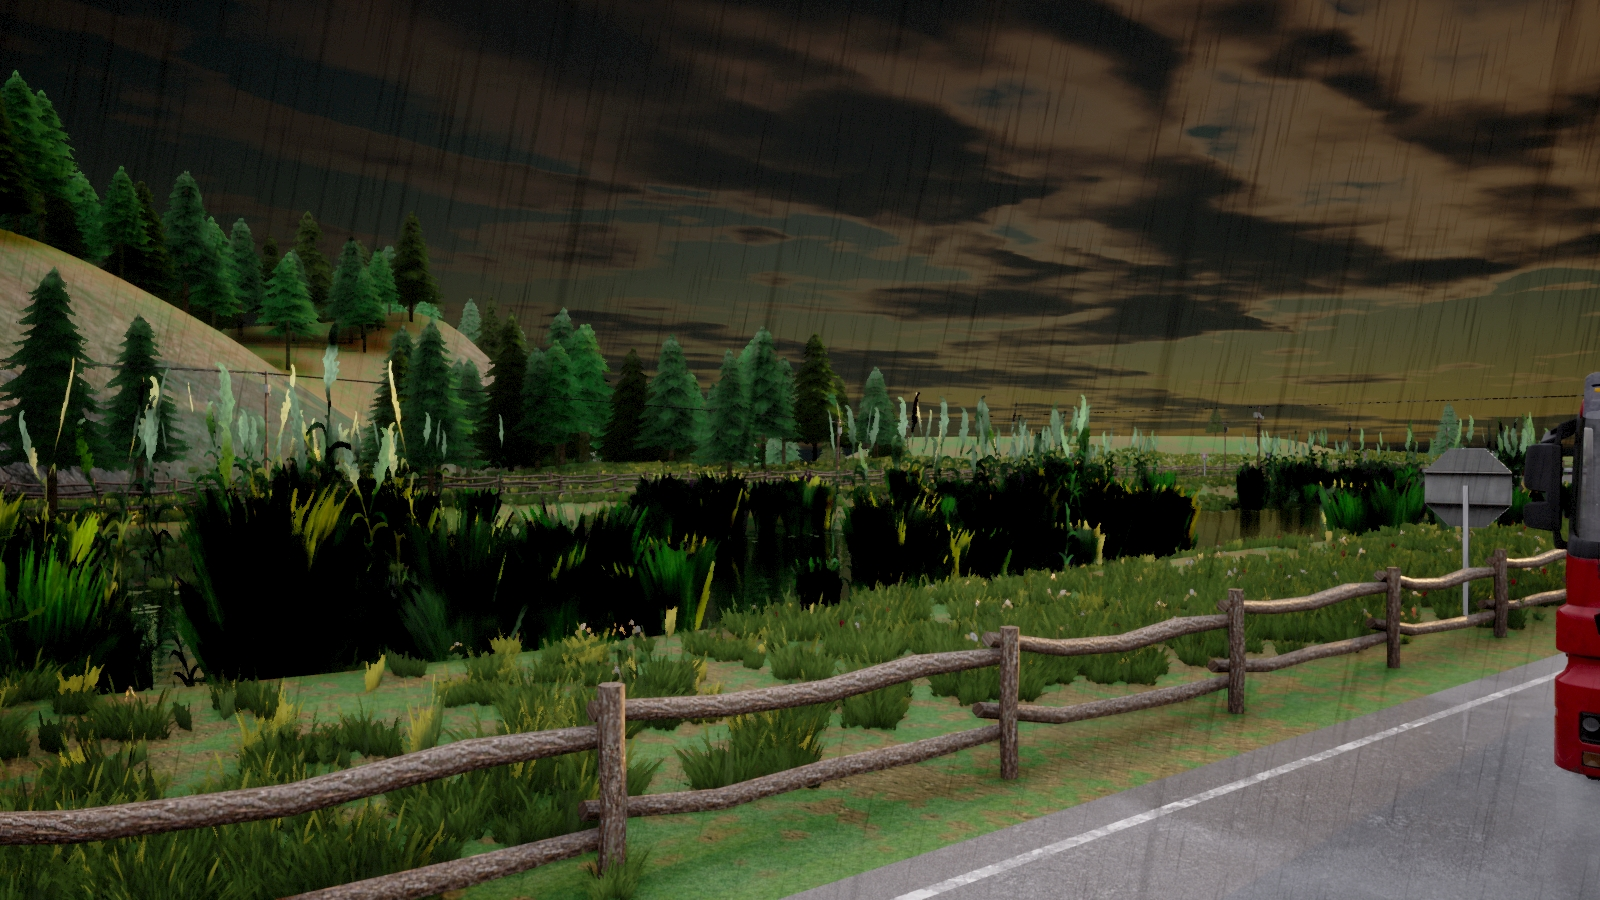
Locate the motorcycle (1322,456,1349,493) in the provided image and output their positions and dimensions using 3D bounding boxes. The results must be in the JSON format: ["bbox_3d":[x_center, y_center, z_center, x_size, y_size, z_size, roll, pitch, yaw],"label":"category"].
[{"bbox_3d":[34.910,1.577,74.485,2.033,2.348,0.803,0,0,-39],"label":"motorcycle"}]

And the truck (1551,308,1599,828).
[{"bbox_3d":[9.482,0.862,10.937,2.891,3.827,8.468,0,0,40],"label":"truck"}]
